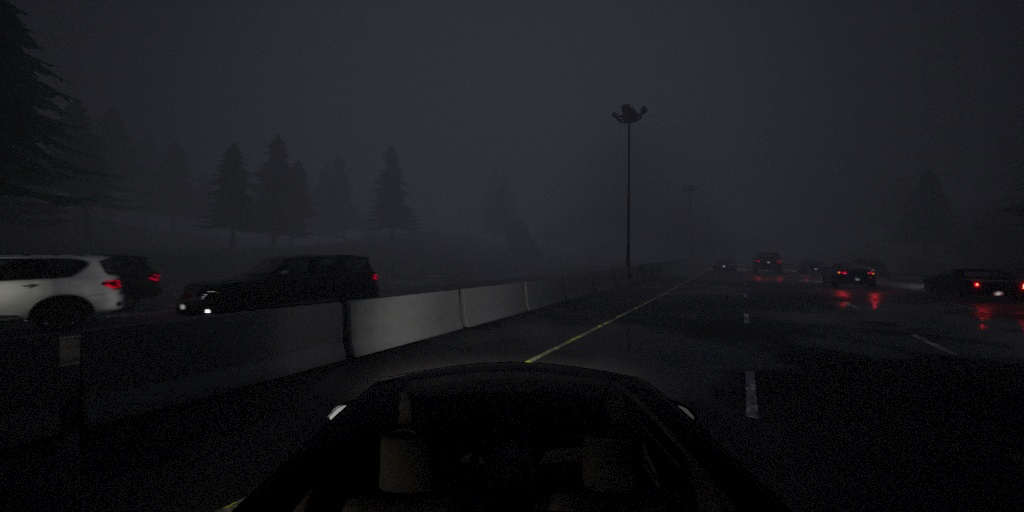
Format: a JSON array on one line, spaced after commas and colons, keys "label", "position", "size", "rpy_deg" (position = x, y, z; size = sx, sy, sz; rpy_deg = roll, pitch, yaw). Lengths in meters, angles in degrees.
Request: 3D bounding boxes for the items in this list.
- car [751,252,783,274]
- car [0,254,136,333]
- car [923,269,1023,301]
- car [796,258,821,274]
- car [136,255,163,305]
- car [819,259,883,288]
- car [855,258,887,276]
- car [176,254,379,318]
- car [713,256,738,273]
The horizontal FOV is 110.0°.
[{"label": "car", "position": [24.558, 0.628, 34.557], "size": [2.150, 2.045, 5.566], "rpy_deg": [0, 1, 33]}, {"label": "car", "position": [-13.255, 0.960, 8.499], "size": [2.150, 2.045, 5.566], "rpy_deg": [0, 0, 33]}, {"label": "car", "position": [21.438, 1.244, 16.772], "size": [1.895, 1.301, 4.718], "rpy_deg": [0, 1, 33]}, {"label": "car", "position": [28.120, 0.914, 33.625], "size": [1.812, 1.442, 4.674], "rpy_deg": [0, 1, 33]}, {"label": "car", "position": [-15.324, 0.960, 11.751], "size": [2.150, 2.045, 5.566], "rpy_deg": [0, 0, 33]}, {"label": "car", "position": [20.747, 1.122, 22.169], "size": [1.812, 1.442, 4.674], "rpy_deg": [0, 0, 33]}, {"label": "car", "position": [30.749, 0.902, 31.243], "size": [1.837, 1.490, 4.892], "rpy_deg": [0, 0, 33]}, {"label": "car", "position": [-7.068, 0.963, 11.646], "size": [2.150, 2.045, 5.566], "rpy_deg": [0, 0, 33]}, {"label": "car", "position": [21.990, 0.956, 37.039], "size": [1.994, 1.385, 4.181], "rpy_deg": [0, 1, 33]}]
